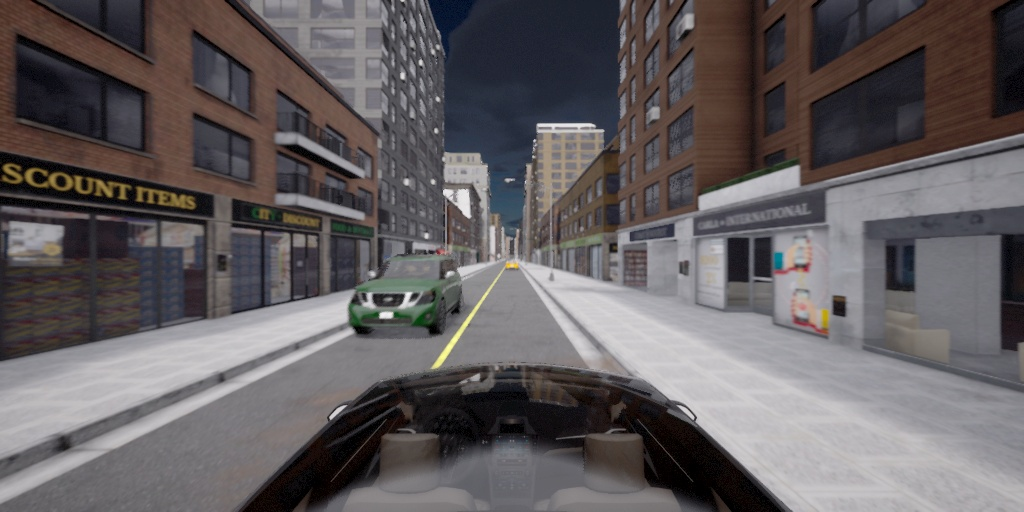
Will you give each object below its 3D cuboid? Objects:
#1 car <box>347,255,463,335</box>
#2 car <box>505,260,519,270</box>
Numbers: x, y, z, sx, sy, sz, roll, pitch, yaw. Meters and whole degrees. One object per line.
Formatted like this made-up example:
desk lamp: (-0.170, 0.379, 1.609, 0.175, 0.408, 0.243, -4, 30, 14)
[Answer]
car: (-2.835, 0.988, 10.876, 2.150, 2.045, 5.566, 0, 0, 0)
car: (0.018, 1.322, 54.894, 1.882, 1.535, 5.008, 0, 0, 0)
